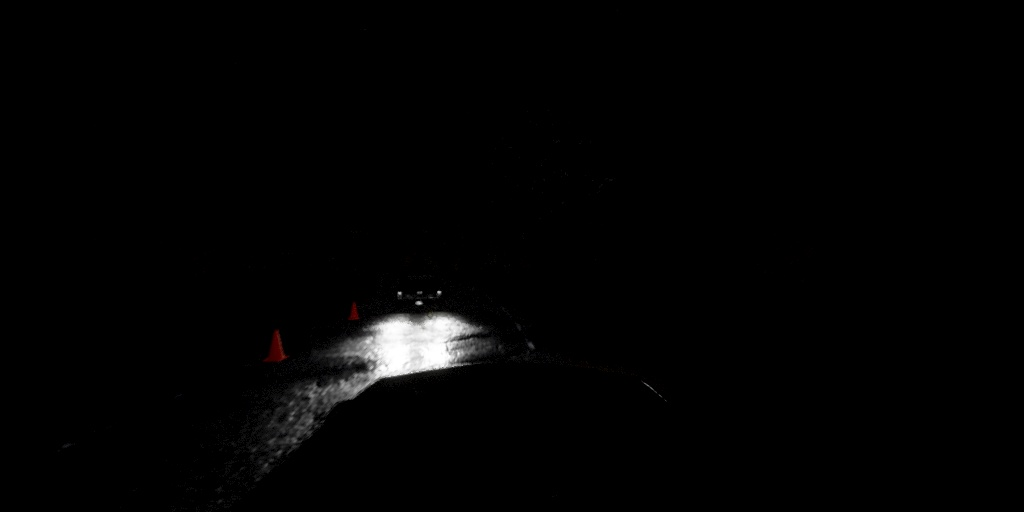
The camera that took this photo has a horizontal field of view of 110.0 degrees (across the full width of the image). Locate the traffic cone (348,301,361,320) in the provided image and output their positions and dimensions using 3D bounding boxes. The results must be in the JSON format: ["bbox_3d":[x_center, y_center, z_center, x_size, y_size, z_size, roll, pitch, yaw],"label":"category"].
[{"bbox_3d":[-5.277,1.804,11.997,0.340,0.580,0.340,0,0,-8],"label":"traffic cone"}]

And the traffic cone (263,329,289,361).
[{"bbox_3d":[-4.725,1.771,7.186,0.340,0.580,0.340,0,0,-5],"label":"traffic cone"}]

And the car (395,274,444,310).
[{"bbox_3d":[-3.904,1.467,15.527,1.895,1.301,4.718,0,0,-12],"label":"car"}]
